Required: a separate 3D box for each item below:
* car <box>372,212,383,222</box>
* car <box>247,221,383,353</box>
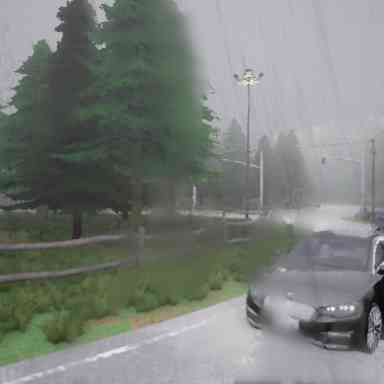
[{"bbox_3d":[11.993,1.547,18.866,2.097,1.767,4.553,0,0,9],"label":"car"},{"bbox_3d":[2.870,1.549,6.445,2.128,1.511,4.902,0,0,40],"label":"car"}]
